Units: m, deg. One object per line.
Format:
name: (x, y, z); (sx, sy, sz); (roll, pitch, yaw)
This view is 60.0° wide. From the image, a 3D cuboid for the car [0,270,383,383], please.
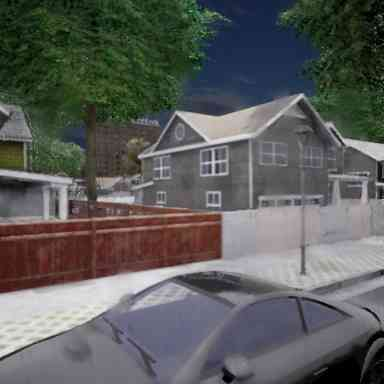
car: (0.131, 1.558, 3.163); (4.181, 1.385, 1.994); (0, 0, -36)
